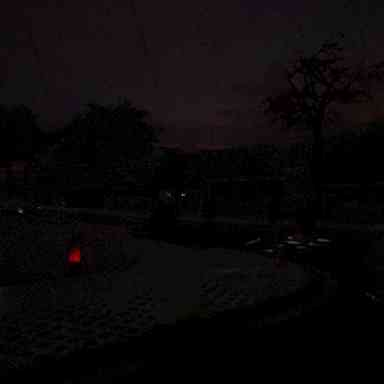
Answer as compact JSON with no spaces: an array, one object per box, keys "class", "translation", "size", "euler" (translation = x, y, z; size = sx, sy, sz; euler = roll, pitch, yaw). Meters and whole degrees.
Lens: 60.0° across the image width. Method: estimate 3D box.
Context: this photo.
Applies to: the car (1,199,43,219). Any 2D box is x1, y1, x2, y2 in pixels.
[{"class":"car","translation":[-14.955,1.466,29.187],"size":[4.553,1.767,2.097],"euler":[0,3,43]}]
